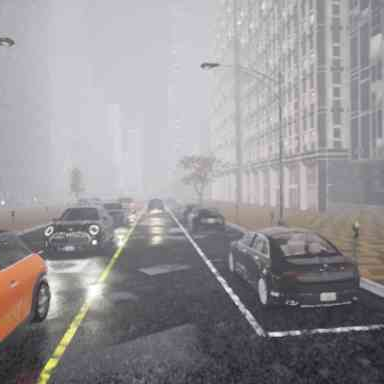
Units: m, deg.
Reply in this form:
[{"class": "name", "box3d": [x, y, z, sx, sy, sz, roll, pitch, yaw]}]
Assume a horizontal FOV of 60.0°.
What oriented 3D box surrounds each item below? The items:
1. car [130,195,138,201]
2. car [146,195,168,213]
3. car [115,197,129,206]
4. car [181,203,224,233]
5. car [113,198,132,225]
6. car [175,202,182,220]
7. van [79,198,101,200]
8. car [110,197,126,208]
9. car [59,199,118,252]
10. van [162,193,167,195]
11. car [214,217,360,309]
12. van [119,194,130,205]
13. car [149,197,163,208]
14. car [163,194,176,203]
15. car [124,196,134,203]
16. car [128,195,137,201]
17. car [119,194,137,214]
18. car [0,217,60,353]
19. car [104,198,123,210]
[{"class": "car", "box3d": [-15.791, 1.540, 90.526, 2.008, 1.369, 4.403, -2, 0, -6]}, {"class": "car", "box3d": [-3.863, 1.428, 35.863, 1.837, 1.490, 4.892, -1, 0, -5]}, {"class": "car", "box3d": [-12.013, 1.557, 56.988, 1.887, 1.381, 4.507, -2, 0, -6]}, {"class": "car", "box3d": [0.723, 1.466, 18.798, 1.947, 1.339, 4.313, -2, 0, -6]}, {"class": "car", "box3d": [-5.650, 1.485, 23.809, 1.882, 1.535, 5.008, -1, 0, -6]}, {"class": "car", "box3d": [0.093, 1.454, 24.388, 1.947, 1.339, 4.313, -2, 0, -6]}, {"class": "van", "box3d": [-8.871, 1.392, 29.038, 1.690, 1.788, 3.998, -2, 0, -6]}, {"class": "car", "box3d": [-11.365, 1.544, 51.230, 1.752, 1.417, 4.829, -2, 0, -6]}, {"class": "car", "box3d": [-4.542, 1.381, 13.886, 2.097, 1.767, 4.553, -1, 0, -6]}, {"class": "van", "box3d": [-7.474, 1.157, 91.464, 1.690, 1.788, 3.998, -2, 0, -6]}, {"class": "car", "box3d": [1.982, 1.476, 7.618, 2.008, 1.369, 4.403, -2, 0, -6]}, {"class": "van", "box3d": [-12.650, 1.348, 62.576, 1.690, 1.788, 3.998, -2, 0, -6]}, {"class": "car", "box3d": [-5.239, 1.506, 47.951, 1.895, 1.301, 4.718, -1, 0, -6]}, {"class": "car", "box3d": [-3.686, 1.421, 57.927, 1.802, 1.307, 4.206, -2, 0, -6]}, {"class": "car", "box3d": [-13.902, 1.542, 73.756, 1.887, 1.381, 4.507, -2, 0, -6]}, {"class": "car", "box3d": [-15.161, 1.542, 84.937, 2.008, 1.369, 4.403, -2, 0, -6]}, {"class": "car", "box3d": [-6.774, 1.340, 34.111, 2.097, 1.767, 4.553, -1, 0, -6]}, {"class": "car", "box3d": [-3.466, 1.404, 4.111, 2.097, 1.767, 4.553, -1, 0, -6]}, {"class": "car", "box3d": [-10.753, 1.576, 45.808, 2.008, 1.369, 4.403, -2, 0, -6]}]
